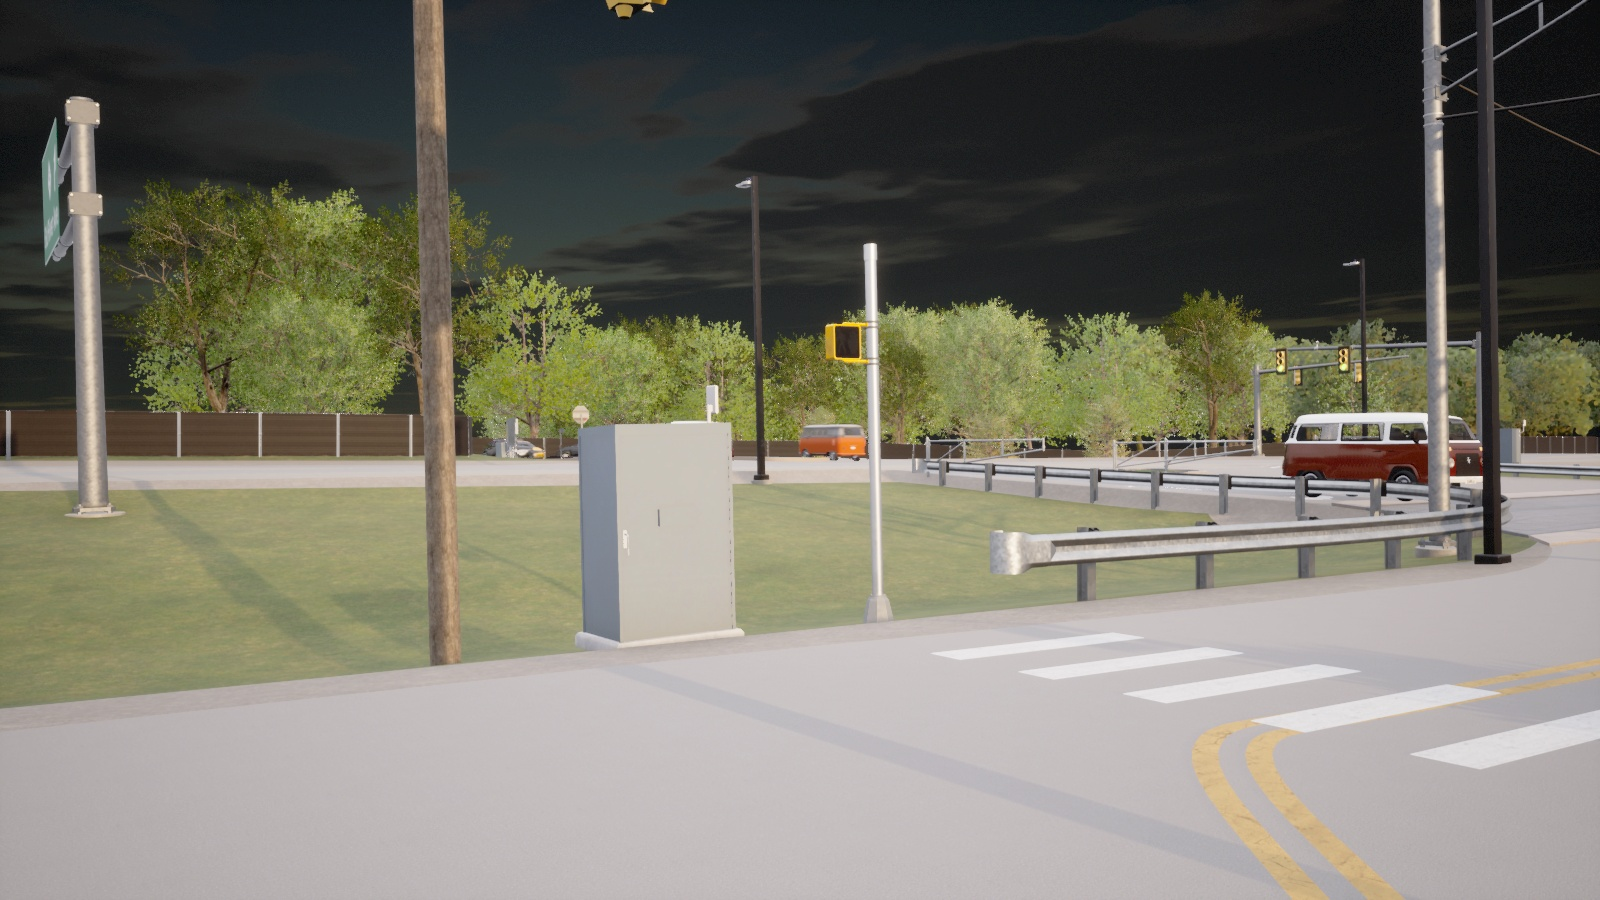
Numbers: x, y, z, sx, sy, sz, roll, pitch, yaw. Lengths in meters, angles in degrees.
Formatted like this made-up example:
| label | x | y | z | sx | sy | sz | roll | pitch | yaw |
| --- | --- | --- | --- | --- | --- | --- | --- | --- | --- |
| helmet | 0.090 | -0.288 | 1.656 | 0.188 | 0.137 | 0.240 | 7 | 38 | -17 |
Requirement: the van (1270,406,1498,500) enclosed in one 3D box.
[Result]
| label | x | y | z | sx | sy | sz | roll | pitch | yaw |
| --- | --- | --- | --- | --- | --- | --- | --- | --- | --- |
| van | 13.653 | 0.075 | 29.632 | 2.069 | 2.038 | 4.480 | 0 | 0 | -30 |

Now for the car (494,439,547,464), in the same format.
| label | x | y | z | sx | sy | sz | roll | pitch | yaw |
| --- | --- | --- | --- | --- | --- | --- | --- | --- | --- |
| car | -18.867 | 0.094 | 84.621 | 1.801 | 1.575 | 5.366 | -2 | 0 | -31 |

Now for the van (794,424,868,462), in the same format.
| label | x | y | z | sx | sy | sz | roll | pitch | yaw |
| --- | --- | --- | --- | --- | --- | --- | --- | --- | --- |
| van | 1.622 | -0.388 | 68.126 | 1.775 | 1.987 | 4.442 | 0 | 0 | -33 |

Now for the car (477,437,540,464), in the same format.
| label | x | y | z | sx | sy | sz | roll | pitch | yaw |
| --- | --- | --- | --- | --- | --- | --- | --- | --- | --- |
| car | -17.953 | 0.071 | 77.232 | 2.128 | 1.511 | 4.902 | -2 | 0 | -34 |

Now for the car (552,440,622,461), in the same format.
| label | x | y | z | sx | sy | sz | roll | pitch | yaw |
| --- | --- | --- | --- | --- | --- | --- | --- | --- | --- |
| car | -16.506 | 0.024 | 97.328 | 4.902 | 1.511 | 2.128 | -1 | 1 | 14 |
